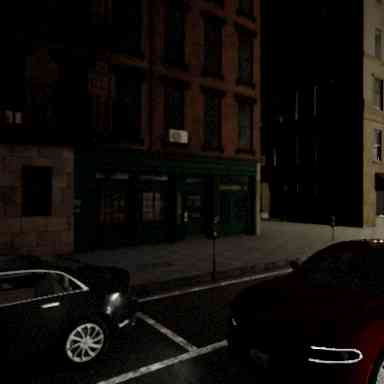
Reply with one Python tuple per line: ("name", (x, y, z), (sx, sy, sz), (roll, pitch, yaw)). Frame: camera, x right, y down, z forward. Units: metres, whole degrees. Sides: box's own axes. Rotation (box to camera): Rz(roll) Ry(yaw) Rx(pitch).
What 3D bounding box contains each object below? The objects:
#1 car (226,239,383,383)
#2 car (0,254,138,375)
("car", (2.745, 1.507, 5.015), (5.008, 1.535, 1.882), (0, 0, -36))
("car", (-2.842, 1.551, 4.162), (4.403, 1.369, 2.008), (0, 0, -36))
